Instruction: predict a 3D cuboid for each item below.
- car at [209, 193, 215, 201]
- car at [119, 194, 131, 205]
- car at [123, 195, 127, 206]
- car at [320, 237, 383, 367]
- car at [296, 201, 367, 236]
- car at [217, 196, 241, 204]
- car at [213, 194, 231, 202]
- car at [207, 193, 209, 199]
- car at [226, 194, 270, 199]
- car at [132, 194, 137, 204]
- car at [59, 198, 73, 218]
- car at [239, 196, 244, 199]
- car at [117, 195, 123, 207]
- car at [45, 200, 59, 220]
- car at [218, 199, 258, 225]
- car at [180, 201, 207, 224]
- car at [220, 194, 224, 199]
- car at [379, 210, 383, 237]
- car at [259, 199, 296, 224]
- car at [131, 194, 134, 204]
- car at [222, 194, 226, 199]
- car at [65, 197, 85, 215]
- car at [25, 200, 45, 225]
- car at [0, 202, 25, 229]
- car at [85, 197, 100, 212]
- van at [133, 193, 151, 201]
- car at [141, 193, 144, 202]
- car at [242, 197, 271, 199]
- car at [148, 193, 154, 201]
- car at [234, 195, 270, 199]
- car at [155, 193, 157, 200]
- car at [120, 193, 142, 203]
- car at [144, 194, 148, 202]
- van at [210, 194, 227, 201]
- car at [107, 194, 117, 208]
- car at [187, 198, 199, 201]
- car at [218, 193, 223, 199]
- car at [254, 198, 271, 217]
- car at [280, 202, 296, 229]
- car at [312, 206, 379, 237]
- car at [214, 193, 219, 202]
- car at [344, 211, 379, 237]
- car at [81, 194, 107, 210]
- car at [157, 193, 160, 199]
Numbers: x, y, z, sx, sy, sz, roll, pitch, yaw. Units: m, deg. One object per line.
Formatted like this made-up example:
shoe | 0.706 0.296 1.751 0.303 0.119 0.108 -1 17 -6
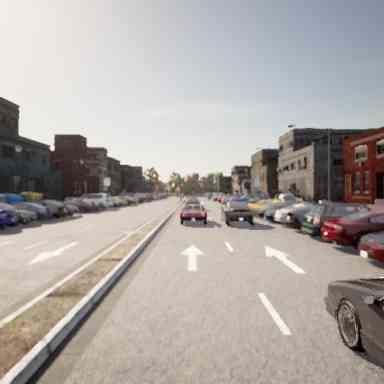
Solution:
car | 7.586 1.376 81.806 5.566 2.045 2.435 0 0 0
car | -12.854 1.496 52.386 5.366 1.575 1.946 0 0 0
car | -12.645 1.519 49.606 4.792 1.488 2.163 0 0 0
car | 3.101 1.538 3.068 2.033 1.411 5.357 0 0 0
car | 7.612 1.318 15.624 4.553 1.767 2.185 0 0 0
car | 7.553 1.612 68.017 4.792 1.488 2.163 0 0 0
car | 7.584 1.507 84.441 4.553 1.767 2.185 0 0 0
car | 7.571 1.392 90.081 5.566 2.045 2.435 0 0 0
car | 7.597 1.220 43.200 5.566 2.045 2.435 0 0 0
car | -12.663 1.518 57.819 5.008 1.535 2.097 0 0 0
car | -12.751 1.477 27.249 4.792 1.488 2.163 0 0 0
car | 7.670 1.480 34.928 4.792 1.488 2.163 0 0 0
car | -12.652 1.510 46.828 4.792 1.488 2.163 0 0 0
car | -12.725 1.487 24.470 4.674 1.452 2.002 0 0 0
car | 3.104 1.464 23.412 1.837 1.490 4.892 0 0 0
car | 0.104 1.560 24.447 1.895 1.301 4.718 0 0 0
car | 7.599 1.573 57.116 4.674 1.452 2.002 0 0 0
car | 7.670 1.208 7.352 5.566 2.045 2.435 0 0 0
car | 7.615 1.468 23.896 4.792 1.488 2.163 0 0 0
car | -12.692 1.538 55.163 4.792 1.488 2.163 0 0 0
car | 7.606 1.505 51.471 5.008 1.535 2.097 0 0 0
car | -12.723 1.451 30.029 4.892 1.521 2.231 0 0 0
car | -12.739 1.448 21.816 4.892 1.521 2.231 0 0 0
car | -12.733 1.447 19.037 5.008 1.535 2.097 0 0 0
car | -12.701 1.496 35.585 4.674 1.452 2.002 0 0 0
van | -12.795 1.375 85.731 4.442 1.987 1.878 0 0 0
car | -12.652 1.547 66.274 4.892 1.521 2.231 0 0 0
car | 7.460 1.439 29.409 5.366 1.575 1.946 0 0 0
car | -12.669 1.595 82.951 4.892 1.521 2.231 0 0 0
car | 7.821 1.453 37.687 5.366 1.575 1.946 0 0 0
car | -12.686 1.654 91.289 4.674 1.452 2.002 0 0 0
car | -12.661 1.537 63.494 5.008 1.535 2.097 0 0 0
car | -12.633 1.304 69.054 5.566 2.045 2.435 0 0 0
van | 7.421 1.422 92.838 4.442 1.987 1.878 0 0 0
car | -12.720 1.215 41.268 5.566 2.045 2.435 0 0 0
car | 0.090 1.493 41.364 1.837 1.490 4.892 0 0 0
car | 7.565 1.420 59.744 4.553 1.767 2.185 0 0 0
car | 7.616 1.470 26.652 4.792 1.488 2.163 0 0 0
car | 7.673 1.470 18.380 4.792 1.488 2.163 0 0 0
car | 7.637 1.447 12.866 5.008 1.535 2.097 0 0 0
car | 7.563 1.307 62.502 5.566 2.045 2.435 0 0 0
car | 7.613 1.482 10.111 4.792 1.488 2.163 0 0 0
car | -12.730 1.336 38.455 4.553 1.767 2.185 0 0 0
car | -12.501 1.616 94.069 5.366 1.575 1.946 0 0 0
